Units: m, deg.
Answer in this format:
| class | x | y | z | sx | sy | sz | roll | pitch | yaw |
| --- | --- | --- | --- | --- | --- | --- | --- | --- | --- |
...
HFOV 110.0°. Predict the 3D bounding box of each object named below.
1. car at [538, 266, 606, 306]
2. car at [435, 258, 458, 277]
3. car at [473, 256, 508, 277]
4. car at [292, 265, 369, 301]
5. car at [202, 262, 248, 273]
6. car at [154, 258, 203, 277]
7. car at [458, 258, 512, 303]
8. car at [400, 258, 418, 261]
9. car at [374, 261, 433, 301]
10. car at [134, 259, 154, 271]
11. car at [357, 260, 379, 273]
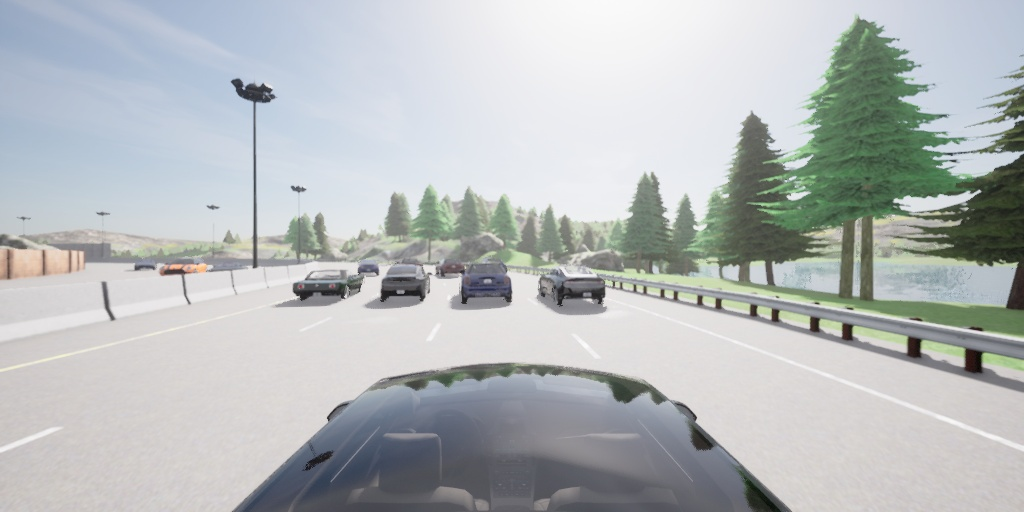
| class | x | y | z | sx | sy | sz | roll | pitch | yaw |
| --- | --- | --- | --- | --- | --- | --- | --- | --- | --- |
| car | 2.399 | 1.166 | 15.337 | 2.128 | 1.511 | 4.902 | 0 | 0 | -7 |
| car | -5.820 | 0.933 | 33.215 | 2.097 | 1.767 | 4.553 | 0 | 0 | -20 |
| car | -2.046 | 0.932 | 33.082 | 2.097 | 1.767 | 4.553 | 0 | 0 | -19 |
| car | -8.386 | 1.273 | 16.894 | 1.895 | 1.301 | 4.718 | 0 | 0 | -10 |
| car | -23.333 | 1.175 | 29.598 | 1.994 | 1.385 | 4.181 | 0 | 0 | -24 |
| car | -27.390 | 0.962 | 30.083 | 2.097 | 1.767 | 4.553 | 0 | 0 | -26 |
| car | -1.296 | 1.022 | 16.386 | 2.097 | 1.767 | 4.553 | 0 | 0 | -9 |
| car | -9.610 | 0.935 | 33.328 | 2.097 | 1.767 | 4.553 | 0 | 0 | -21 |
| car | -4.865 | 1.176 | 16.715 | 1.837 | 1.490 | 4.892 | 0 | 0 | -10 |
| car | -45.700 | 1.088 | 44.850 | 2.033 | 1.411 | 5.357 | 0 | 0 | -42 |
| car | -13.885 | 1.104 | 34.590 | 1.812 | 1.442 | 4.674 | 0 | 0 | -23 |
